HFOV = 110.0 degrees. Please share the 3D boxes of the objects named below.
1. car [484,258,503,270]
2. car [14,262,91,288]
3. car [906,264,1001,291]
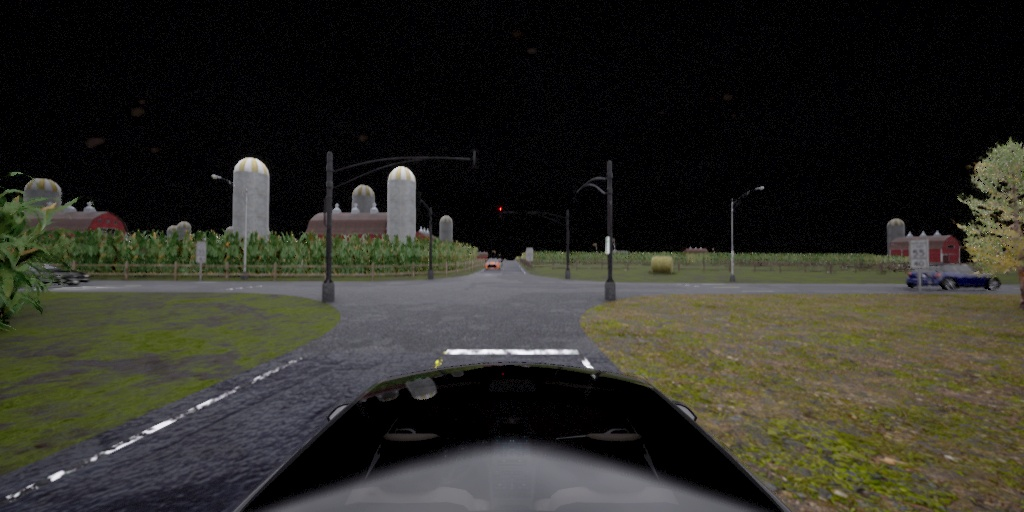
[{"bbox_3d":[-2.713,1.093,50.775,2.097,1.767,4.553,0,0,0],"label":"car"},{"bbox_3d":[-27.162,1.032,20.001,5.357,1.411,2.033,0,-1,-3],"label":"car"},{"bbox_3d":[28.827,1.321,23.492,4.553,1.767,2.097,1,-1,-4],"label":"car"}]
